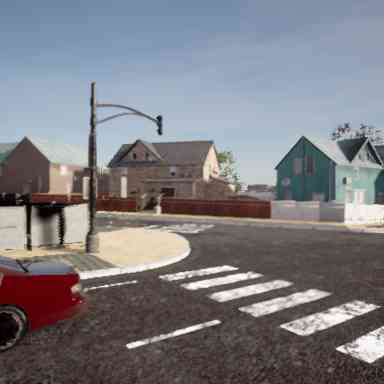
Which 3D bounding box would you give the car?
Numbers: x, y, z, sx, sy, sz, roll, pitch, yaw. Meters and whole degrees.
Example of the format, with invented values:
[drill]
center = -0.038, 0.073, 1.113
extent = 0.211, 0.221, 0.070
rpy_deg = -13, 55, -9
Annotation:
[car]
center = -4.233, 1.537, 4.538
extent = 5.357, 1.411, 2.033
rpy_deg = 1, -1, -36
